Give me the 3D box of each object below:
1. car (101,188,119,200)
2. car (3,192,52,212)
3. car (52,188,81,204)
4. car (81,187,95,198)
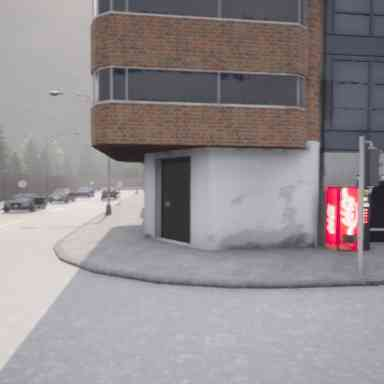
[{"bbox_3d":[-10.274,0.216,42.116,1.837,1.490,4.892,0,2,-7],"label":"car"},{"bbox_3d":[-12.513,0.750,25.186,1.994,1.385,4.181,0,2,-6],"label":"car"},{"bbox_3d":[-13.679,0.378,35.317,2.128,1.511,4.902,0,2,-6],"label":"car"},{"bbox_3d":[-15.012,0.020,46.950,1.882,1.535,5.008,0,2,-6],"label":"car"}]
